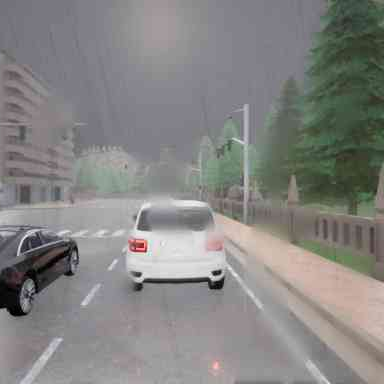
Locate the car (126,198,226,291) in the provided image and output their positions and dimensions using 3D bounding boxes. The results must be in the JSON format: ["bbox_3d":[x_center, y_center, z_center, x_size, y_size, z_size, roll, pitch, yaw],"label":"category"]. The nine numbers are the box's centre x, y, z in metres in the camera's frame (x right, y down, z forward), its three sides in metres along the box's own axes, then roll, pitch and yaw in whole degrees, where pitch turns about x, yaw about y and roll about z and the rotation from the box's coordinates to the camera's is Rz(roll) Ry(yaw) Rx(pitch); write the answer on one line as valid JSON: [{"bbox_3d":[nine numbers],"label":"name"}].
[{"bbox_3d":[-0.480,1.221,9.186,2.150,2.045,5.566,0,0,-4],"label":"car"}]

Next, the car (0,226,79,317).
[{"bbox_3d":[-3.971,1.492,7.405,2.128,1.511,4.902,0,0,-3],"label":"car"}]

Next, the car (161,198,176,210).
[{"bbox_3d":[-3.166,1.526,44.422,1.812,1.442,4.674,0,0,-4],"label":"car"}]
